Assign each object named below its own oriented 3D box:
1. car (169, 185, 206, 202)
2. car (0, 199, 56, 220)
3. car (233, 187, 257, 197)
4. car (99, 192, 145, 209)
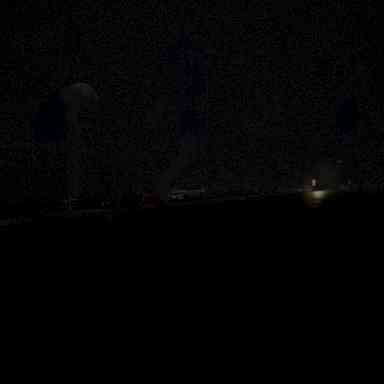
[{"bbox_3d":[-0.518,0.135,40.748,2.150,2.045,5.566,-1,1,36],"label":"car"},{"bbox_3d":[-12.445,1.195,23.978,1.895,1.301,4.718,-1,1,34],"label":"car"},{"bbox_3d":[8.621,-0.015,53.379,2.033,1.411,5.357,-1,1,36],"label":"car"},{"bbox_3d":[-6.686,0.762,32.117,1.837,1.490,4.892,-1,1,36],"label":"car"}]
